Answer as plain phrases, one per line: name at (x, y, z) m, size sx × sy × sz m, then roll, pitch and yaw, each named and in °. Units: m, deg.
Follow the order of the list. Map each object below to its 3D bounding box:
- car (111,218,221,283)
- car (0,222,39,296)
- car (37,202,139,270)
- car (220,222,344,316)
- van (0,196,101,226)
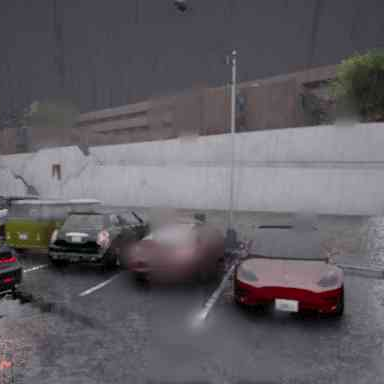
car at (-0.224, 1.528, 9.637) m, size 2.002 × 1.452 × 4.674 m, roll 0°, pitch -1°, yaw 15°
car at (-5.697, 1.504, 7.441) m, size 4.892 × 1.490 × 1.837 m, roll 0°, pitch 0°, yaw 35°
car at (-2.657, 1.362, 11.344) m, size 2.185 × 1.767 × 4.553 m, roll 0°, pitch -1°, yaw 15°
car at (2.222, 1.518, 7.867) m, size 2.163 × 1.488 × 4.792 m, roll 1°, pitch -1°, yaw 15°
van at (-5.047, 1.263, 13.219) m, size 1.878 × 1.987 × 4.442 m, roll 0°, pitch -1°, yaw 15°
